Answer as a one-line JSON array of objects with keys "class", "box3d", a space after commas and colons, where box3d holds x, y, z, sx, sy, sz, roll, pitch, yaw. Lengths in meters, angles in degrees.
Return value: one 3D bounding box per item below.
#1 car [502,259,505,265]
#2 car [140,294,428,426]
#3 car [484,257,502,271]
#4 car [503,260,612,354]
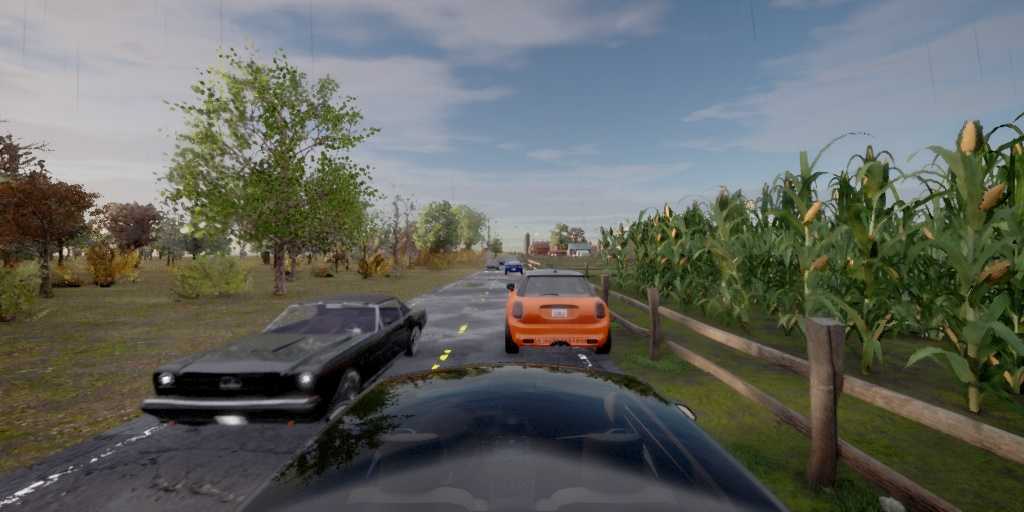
[{"class": "car", "box3d": [0.212, 1.204, 38.986, 1.882, 1.535, 5.008, 0, 0, 1]}, {"class": "car", "box3d": [-2.831, 1.351, 5.827, 1.895, 1.301, 4.718, 0, 0, 0]}, {"class": "car", "box3d": [-2.691, 1.217, 48.312, 1.837, 1.490, 4.892, 0, 0, 0]}, {"class": "car", "box3d": [0.931, 1.100, 8.921, 2.097, 1.767, 4.553, 0, 0, 1]}]
